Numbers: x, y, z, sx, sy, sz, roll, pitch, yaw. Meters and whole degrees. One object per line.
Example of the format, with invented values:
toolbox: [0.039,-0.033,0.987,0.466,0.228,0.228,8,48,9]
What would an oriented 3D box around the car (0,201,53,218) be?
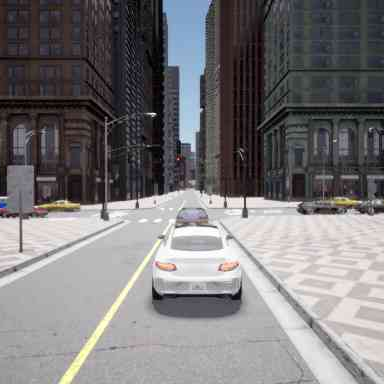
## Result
car: [-15.286,1.728,30.110,4.206,1.307,1.802,-1,1,0]

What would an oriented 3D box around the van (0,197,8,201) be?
van: [-20.962,1.457,38.640,3.998,1.788,1.690,-1,1,0]

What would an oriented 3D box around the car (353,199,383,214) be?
car: [17.061,1.342,30.046,4.403,1.369,2.008,-1,1,0]

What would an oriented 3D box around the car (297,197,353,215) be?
car: [11.682,1.419,30.057,4.313,1.339,1.947,-1,1,0]

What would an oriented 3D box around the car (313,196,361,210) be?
car: [16.731,1.233,38.571,4.829,1.417,1.752,-1,1,0]

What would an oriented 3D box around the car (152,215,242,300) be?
car: [0.099,1.521,8.247,1.812,1.442,4.674,0,0,0]

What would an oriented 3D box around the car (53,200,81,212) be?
car: [-15.450,1.585,38.634,4.829,1.417,1.752,-1,1,0]

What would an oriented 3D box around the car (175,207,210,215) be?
car: [0.028,1.533,17.837,2.033,1.411,5.357,0,0,1]
